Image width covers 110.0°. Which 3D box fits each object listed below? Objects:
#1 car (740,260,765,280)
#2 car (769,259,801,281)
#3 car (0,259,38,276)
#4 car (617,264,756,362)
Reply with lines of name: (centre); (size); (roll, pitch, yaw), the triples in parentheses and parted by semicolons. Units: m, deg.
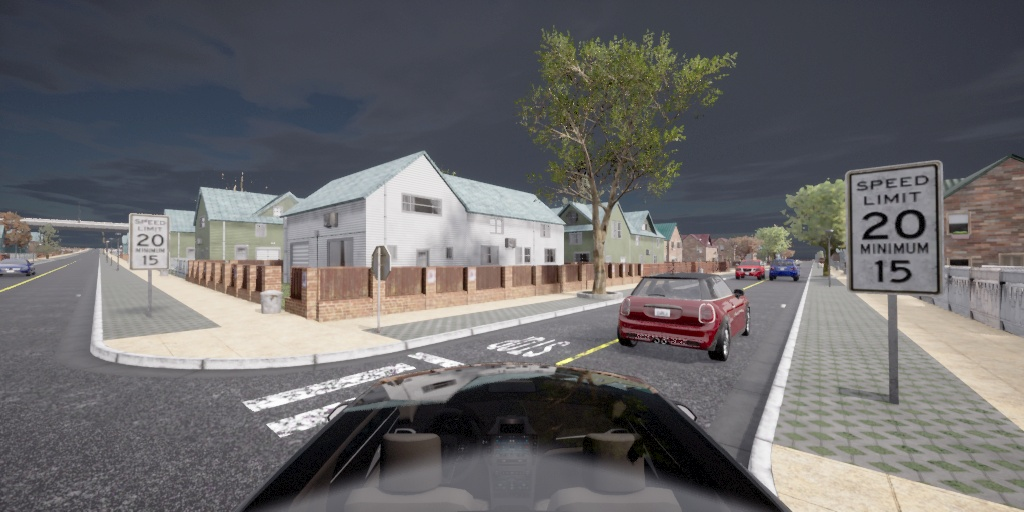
car: (24.973, 1.395, 37.493); (2.150, 2.045, 5.566); (-1, -1, 40)
car: (26.815, 1.362, 35.298); (2.150, 2.045, 5.566); (-1, -1, 40)
car: (-42.114, 0.967, 30.394); (4.674, 1.442, 1.812); (1, 0, 41)
car: (4.383, 1.175, 8.812); (2.097, 1.767, 4.553); (-1, -1, 40)
